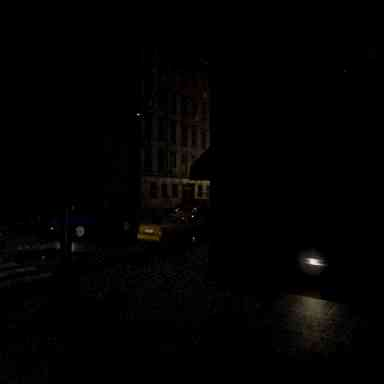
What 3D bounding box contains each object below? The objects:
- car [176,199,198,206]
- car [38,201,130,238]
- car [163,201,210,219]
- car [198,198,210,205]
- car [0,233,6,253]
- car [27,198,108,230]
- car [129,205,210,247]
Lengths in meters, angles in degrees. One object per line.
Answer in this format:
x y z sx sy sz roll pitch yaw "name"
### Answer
0.613 1.322 25.992 2.097 1.767 4.553 0 0 35 "car"
-5.222 1.457 17.823 1.882 1.535 5.008 0 0 34 "car"
-0.394 1.522 28.956 1.947 1.339 4.313 0 0 36 "car"
2.833 1.314 19.662 2.192 1.841 5.009 0 0 36 "car"
-8.072 1.221 8.769 2.150 2.045 5.566 0 0 36 "car"
-6.994 1.282 19.714 2.192 1.841 5.009 0 0 36 "car"
-0.371 1.530 15.180 1.752 1.417 4.829 0 0 36 "car"
